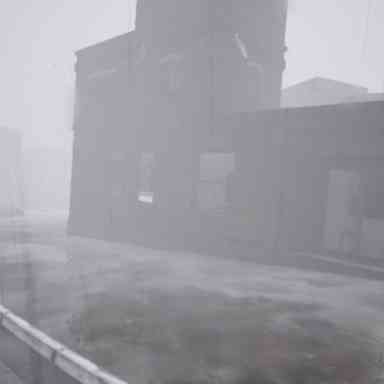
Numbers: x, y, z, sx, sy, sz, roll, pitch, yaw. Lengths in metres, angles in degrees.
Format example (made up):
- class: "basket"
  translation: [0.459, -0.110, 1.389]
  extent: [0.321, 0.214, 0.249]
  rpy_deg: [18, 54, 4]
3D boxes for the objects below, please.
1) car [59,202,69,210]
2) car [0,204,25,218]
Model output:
- class: "car"
  translation: [-20.621, 2.454, 57.088]
  extent: [1.837, 1.490, 4.892]
  rpy_deg: [5, -1, 17]
- class: "car"
  translation: [-19.753, 2.044, 35.932]
  extent: [1.994, 1.385, 4.181]
  rpy_deg: [4, -2, -5]
